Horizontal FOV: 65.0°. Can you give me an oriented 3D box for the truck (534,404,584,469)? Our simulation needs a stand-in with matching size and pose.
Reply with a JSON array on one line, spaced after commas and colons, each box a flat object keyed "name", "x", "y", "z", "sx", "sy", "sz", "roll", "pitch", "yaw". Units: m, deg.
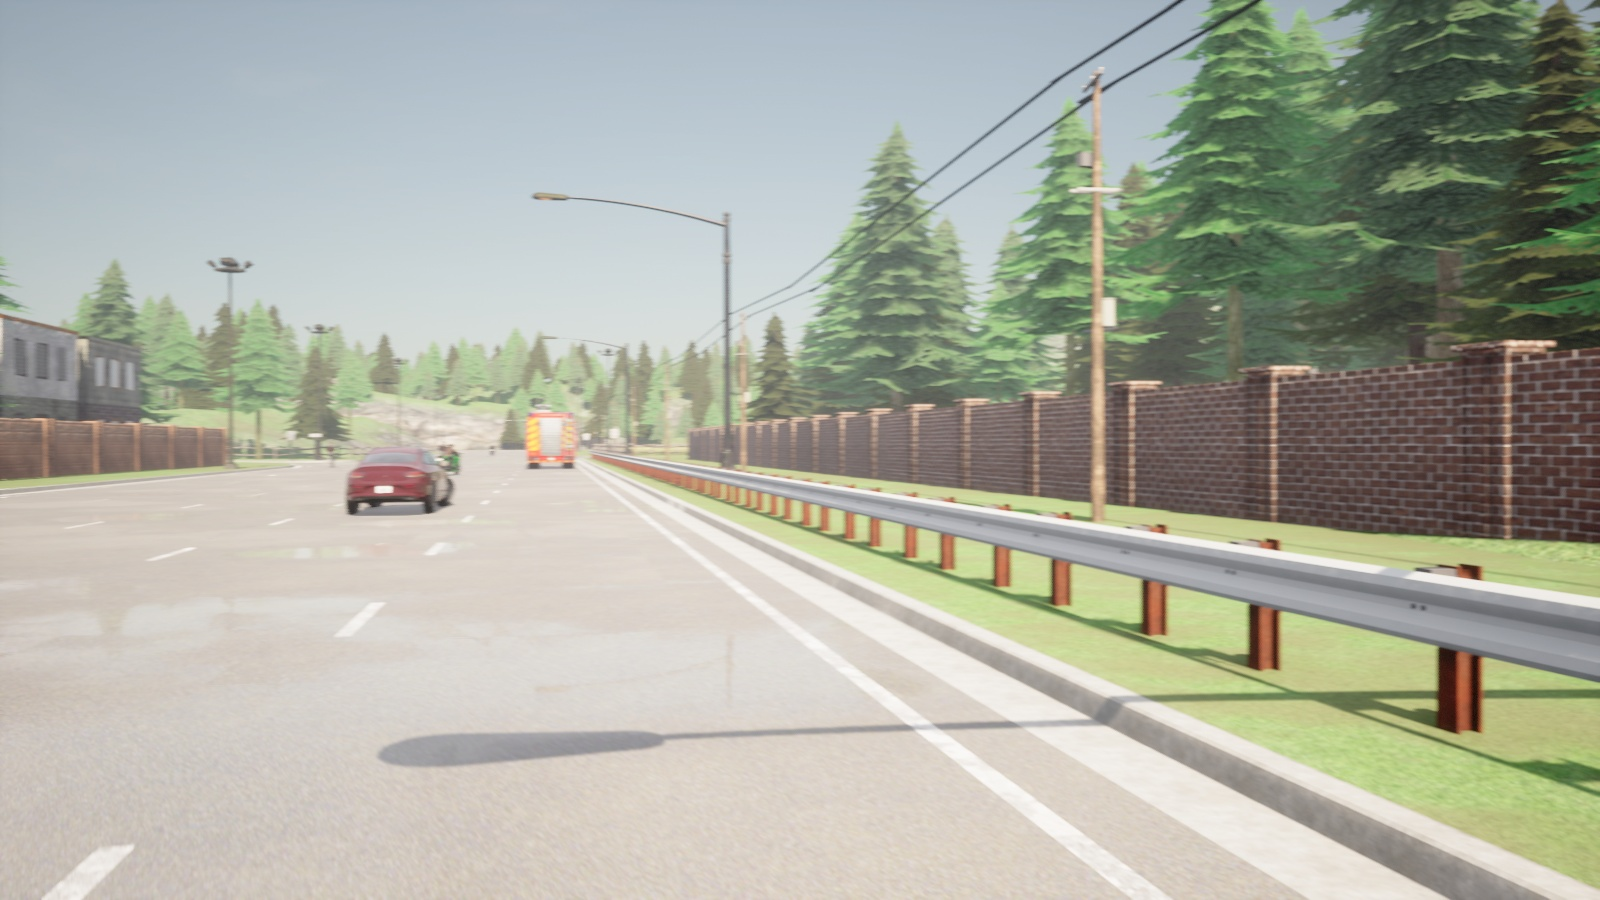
[{"name": "truck", "x": -15.054, "y": -0.829, "z": 78.387, "sx": 2.891, "sy": 3.827, "sz": 8.468, "roll": 0, "pitch": 0, "yaw": -11}]

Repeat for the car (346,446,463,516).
[{"name": "car", "x": -8.872, "y": 0.632, "z": 28.528, "sx": 1.812, "sy": 1.442, "sz": 4.674, "roll": 0, "pitch": 0, "yaw": -8}]

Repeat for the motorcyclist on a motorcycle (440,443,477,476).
[{"name": "motorcyclist on a motorcycle", "x": -16.152, "y": 0.430, "z": 59.475, "sx": 0.797, "sy": 1.523, "sz": 2.044, "roll": 0, "pitch": 0, "yaw": 14}]
